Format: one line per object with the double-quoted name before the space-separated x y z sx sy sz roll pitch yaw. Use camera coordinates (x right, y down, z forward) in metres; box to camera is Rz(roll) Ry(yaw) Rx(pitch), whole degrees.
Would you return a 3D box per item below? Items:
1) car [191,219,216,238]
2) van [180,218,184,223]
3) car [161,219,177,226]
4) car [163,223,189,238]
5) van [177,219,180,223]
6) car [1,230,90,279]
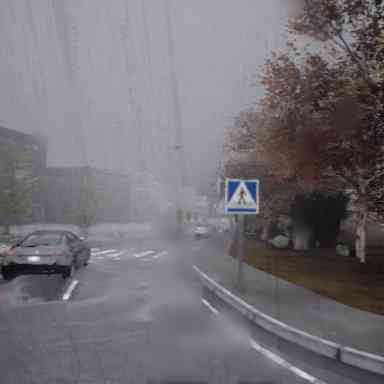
"car" 1.700 5.202 46.165 2.150 2.045 5.566 1 -4 8
"van" -4.074 7.914 86.670 1.878 1.987 4.442 1 -4 8
"car" -5.657 7.102 75.810 2.435 2.045 5.566 1 -4 8
"car" -2.065 5.083 42.438 1.837 1.490 4.892 1 -5 9
"van" -4.873 7.519 81.195 1.878 1.987 4.442 1 -4 8
"car" -4.741 2.002 11.345 1.994 1.385 4.181 1 -5 -8
